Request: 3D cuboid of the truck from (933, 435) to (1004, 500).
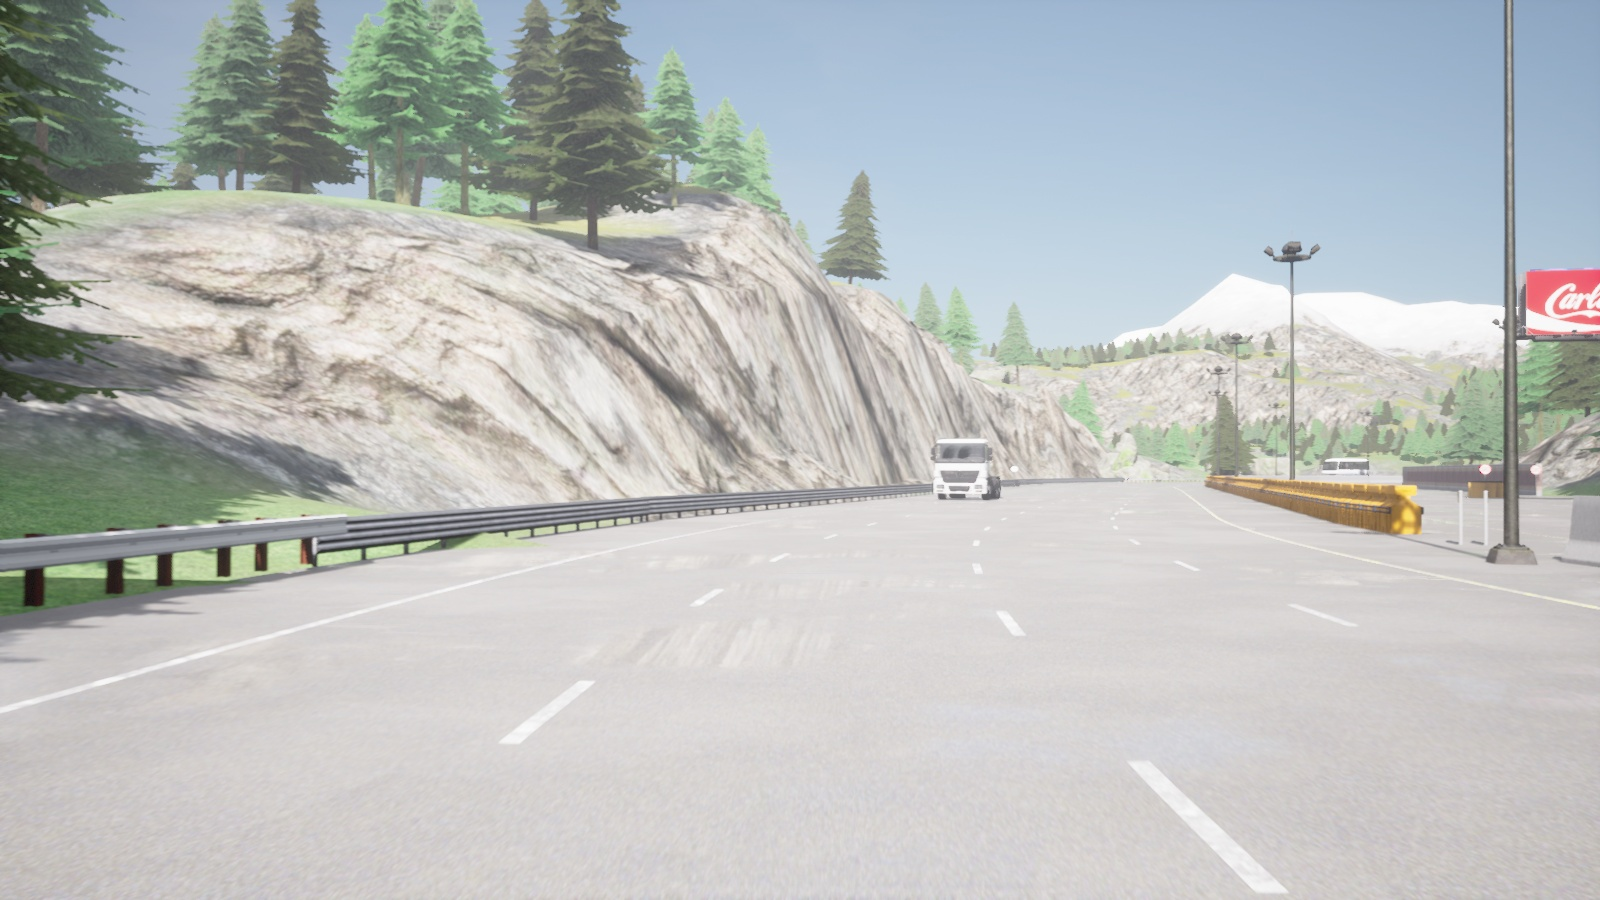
[{"bbox_3d":[9.669,0.990,71.244,2.891,3.462,7.936,0,-1,16],"label":"truck"}]
